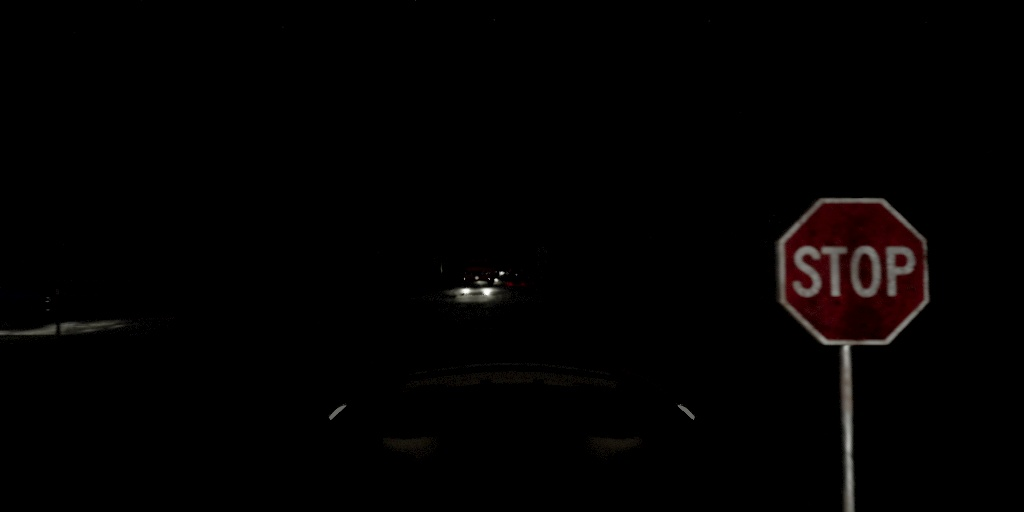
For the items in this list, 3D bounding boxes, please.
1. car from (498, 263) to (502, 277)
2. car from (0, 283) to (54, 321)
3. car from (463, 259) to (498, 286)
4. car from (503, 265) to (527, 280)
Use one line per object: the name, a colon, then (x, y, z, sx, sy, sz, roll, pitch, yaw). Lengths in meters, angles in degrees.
car: (-2.452, 1.651, 39.447, 1.882, 1.535, 5.008, 0, -1, 0)
car: (-17.393, 1.340, 11.062, 5.008, 1.535, 1.882, 0, -2, 0)
car: (-2.558, 1.282, 29.099, 2.150, 2.045, 5.566, 0, -1, 1)
car: (0.471, 1.635, 37.424, 2.128, 1.511, 4.902, 0, -1, 1)
